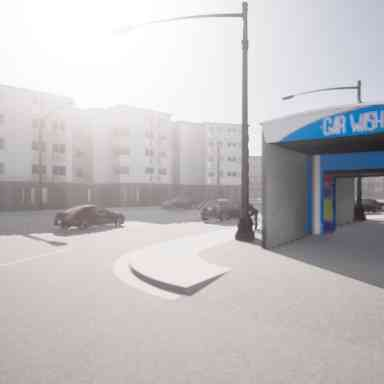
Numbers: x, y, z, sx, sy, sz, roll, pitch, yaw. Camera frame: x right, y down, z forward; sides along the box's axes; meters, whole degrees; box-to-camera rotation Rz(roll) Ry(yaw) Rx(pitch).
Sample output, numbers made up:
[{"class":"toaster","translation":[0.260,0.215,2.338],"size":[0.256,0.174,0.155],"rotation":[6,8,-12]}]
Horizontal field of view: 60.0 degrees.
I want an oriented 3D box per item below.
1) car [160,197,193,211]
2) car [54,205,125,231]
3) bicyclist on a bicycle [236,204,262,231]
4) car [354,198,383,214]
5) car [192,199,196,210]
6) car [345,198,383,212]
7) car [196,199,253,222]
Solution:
[{"class":"car","translation":[-1.653,1.344,40.743],"size":[4.553,1.767,2.097],"rotation":[0,0,-35]},{"class":"car","translation":[-6.285,1.520,20.832],"size":[1.812,1.442,4.674],"rotation":[0,0,32]},{"class":"bicyclist on a bicycle","translation":[3.138,1.298,18.326],"size":[1.656,1.620,0.582],"rotation":[0,0,38]},{"class":"car","translation":[17.361,1.524,34.779],"size":[4.674,1.442,1.812],"rotation":[0,0,-20]},{"class":"car","translation":[2.851,1.595,39.691],"size":[4.718,1.301,1.895],"rotation":[0,0,-31]},{"class":"car","translation":[20.917,1.503,39.688],"size":[4.892,1.490,1.837],"rotation":[0,0,-18]},{"class":"car","translation":[2.858,1.348,26.287],"size":[4.553,1.767,2.097],"rotation":[0,0,-44]}]
